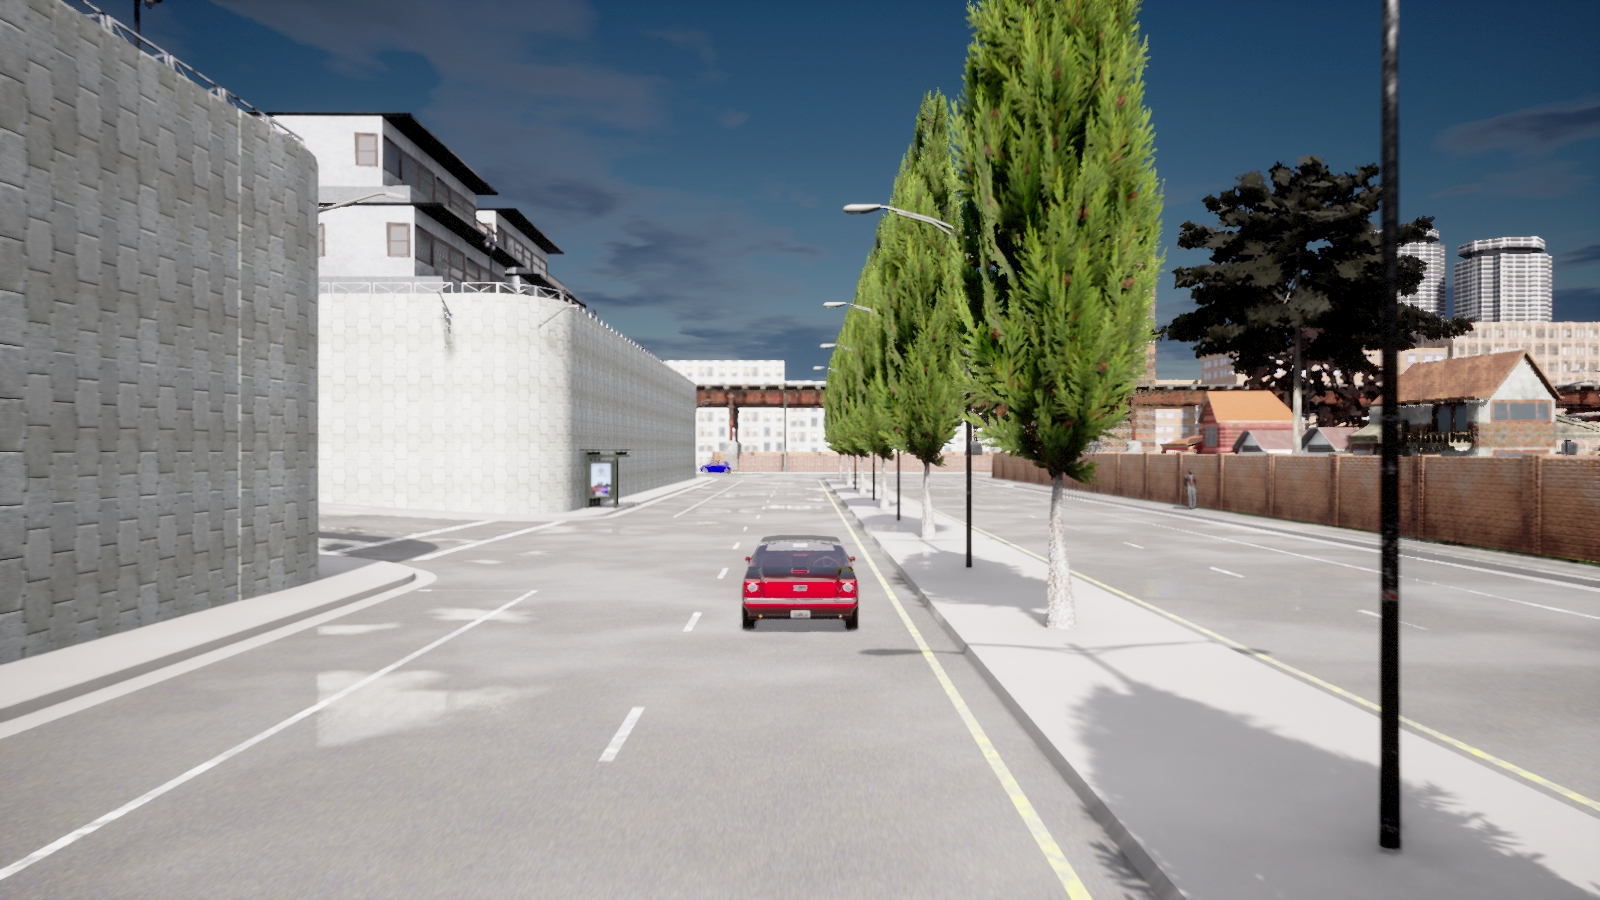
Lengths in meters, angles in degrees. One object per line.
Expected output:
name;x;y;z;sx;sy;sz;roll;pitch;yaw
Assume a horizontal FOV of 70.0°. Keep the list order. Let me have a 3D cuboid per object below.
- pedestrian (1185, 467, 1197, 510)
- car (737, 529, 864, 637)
pedestrian;17.166;1.698;50.147;0.375;1.860;0.375;0;0;1
car;0.005;2.155;19.459;1.895;1.301;4.718;0;0;0
